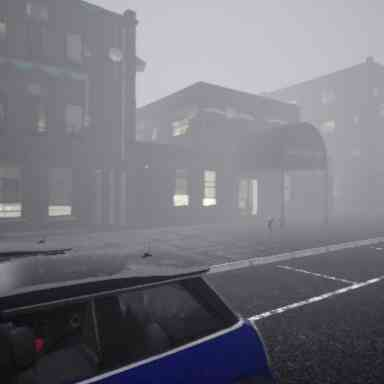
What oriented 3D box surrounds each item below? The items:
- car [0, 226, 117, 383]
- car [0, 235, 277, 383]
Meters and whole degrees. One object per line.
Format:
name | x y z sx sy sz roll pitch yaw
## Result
car | -3.273 1.441 4.214 4.097 1.590 1.967 0 1 -35
car | -1.551 1.352 2.270 4.553 1.767 2.097 0 0 -35
